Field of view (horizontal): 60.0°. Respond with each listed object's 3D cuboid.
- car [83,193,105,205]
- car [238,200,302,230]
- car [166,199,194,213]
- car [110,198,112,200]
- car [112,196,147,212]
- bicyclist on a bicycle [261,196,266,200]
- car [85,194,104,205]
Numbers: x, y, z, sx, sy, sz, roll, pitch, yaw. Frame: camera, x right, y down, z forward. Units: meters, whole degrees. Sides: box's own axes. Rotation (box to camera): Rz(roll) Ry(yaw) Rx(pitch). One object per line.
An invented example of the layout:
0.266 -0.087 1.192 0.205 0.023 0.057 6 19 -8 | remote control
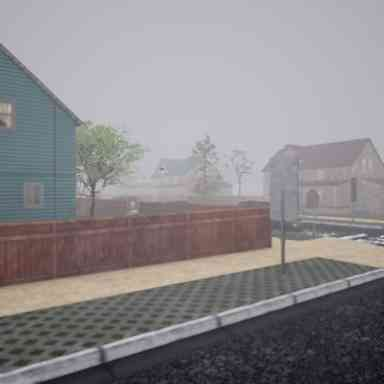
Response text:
-16.173 1.131 54.745 2.097 1.767 4.553 0 0 -36 | car
4.589 1.301 20.878 2.097 1.767 4.553 0 0 -36 | car
-0.837 1.383 28.456 1.882 1.535 5.008 0 0 -36 | car
-10.063 1.292 46.294 1.882 1.535 5.008 0 0 -35 | car
-6.602 1.215 36.512 2.097 1.767 4.553 0 0 -36 | car
6.177 1.202 28.720 1.656 1.620 0.582 -1 1 -36 | bicyclist on a bicycle
-13.959 1.322 46.882 1.837 1.490 4.892 0 0 -35 | car
